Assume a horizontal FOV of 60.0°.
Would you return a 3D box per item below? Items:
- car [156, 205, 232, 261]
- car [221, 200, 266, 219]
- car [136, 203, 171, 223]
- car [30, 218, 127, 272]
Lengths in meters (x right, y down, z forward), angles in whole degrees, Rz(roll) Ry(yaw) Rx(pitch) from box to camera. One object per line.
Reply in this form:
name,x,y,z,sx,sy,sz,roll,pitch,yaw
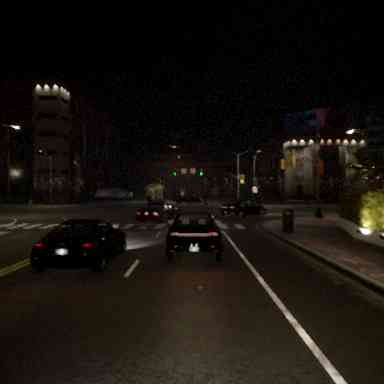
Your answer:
car,0.073,1.470,12.258,2.128,1.511,4.902,0,0,0
car,4.474,1.440,28.599,4.902,1.511,2.128,0,0,-43
car,-2.388,1.503,24.939,2.033,1.411,5.357,0,0,16
car,-3.433,1.545,10.788,1.994,1.385,4.181,0,0,0
